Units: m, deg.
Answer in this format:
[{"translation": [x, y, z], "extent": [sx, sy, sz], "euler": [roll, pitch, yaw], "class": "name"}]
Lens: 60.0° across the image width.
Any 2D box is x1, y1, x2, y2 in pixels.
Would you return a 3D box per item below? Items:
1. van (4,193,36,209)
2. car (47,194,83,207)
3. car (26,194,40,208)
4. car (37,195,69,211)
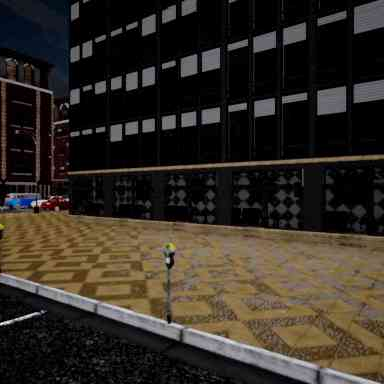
[{"translation": [-20.066, 1.056, 39.622], "extent": [1.690, 1.788, 3.998], "euler": [1, 1, 35], "class": "van"}, {"translation": [-16.832, 1.085, 44.263], "extent": [1.967, 1.590, 4.097], "euler": [1, 1, 35], "class": "car"}, {"translation": [-16.858, 1.219, 39.937], "extent": [1.812, 1.442, 4.674], "euler": [0, 1, 35], "class": "car"}, {"translation": [-13.588, 1.274, 35.140], "extent": [1.887, 1.381, 4.507], "euler": [1, 1, 35], "class": "car"}]
